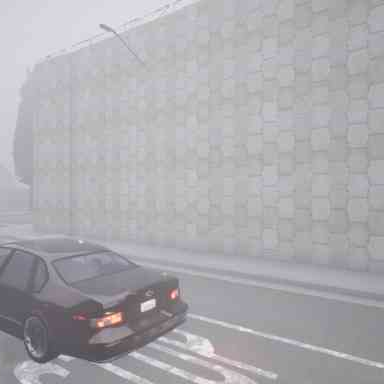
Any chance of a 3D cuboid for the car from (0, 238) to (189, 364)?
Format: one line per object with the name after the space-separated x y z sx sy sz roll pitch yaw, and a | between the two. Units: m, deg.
-2.628 1.547 5.852 5.357 1.411 2.033 0 0 35 | car
